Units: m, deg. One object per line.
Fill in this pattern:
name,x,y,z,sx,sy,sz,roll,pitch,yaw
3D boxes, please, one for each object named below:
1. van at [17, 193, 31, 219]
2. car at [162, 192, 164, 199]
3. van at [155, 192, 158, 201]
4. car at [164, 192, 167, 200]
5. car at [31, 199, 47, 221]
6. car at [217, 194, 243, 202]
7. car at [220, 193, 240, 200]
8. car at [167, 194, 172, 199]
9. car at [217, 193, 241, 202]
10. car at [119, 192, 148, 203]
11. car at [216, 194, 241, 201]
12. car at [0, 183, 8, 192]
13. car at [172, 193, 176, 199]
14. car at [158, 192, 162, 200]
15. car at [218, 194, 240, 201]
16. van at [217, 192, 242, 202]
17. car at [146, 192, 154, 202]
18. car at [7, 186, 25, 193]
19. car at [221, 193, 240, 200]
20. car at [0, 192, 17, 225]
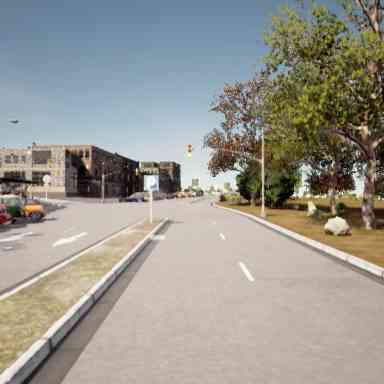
van,-13.607,1.252,22.454,4.442,1.987,1.878,-1,0,-19
car,-9.658,1.327,78.189,4.674,1.452,2.002,-1,0,-13
van,-10.257,1.060,72.223,4.442,1.987,1.878,-1,0,-14
car,-9.287,1.328,81.191,4.674,1.452,2.002,-1,0,-13
car,-13.633,1.359,25.432,4.553,1.767,2.185,-1,0,-19
car,8.186,1.237,71.801,5.366,1.575,1.946,1,0,-13
car,9.439,1.105,83.507,4.553,1.767,2.185,1,0,-12
car,-8.473,1.328,87.174,4.674,1.452,2.002,-1,0,-12
car,7.651,1.114,68.807,4.553,1.767,2.185,1,0,-14
car,-11.459,1.322,63.239,4.792,1.488,2.163,-1,0,-15
car,8.168,1.232,74.652,5.366,1.575,1.946,1,0,-13
car,-31.171,-0.470,54.163,2.435,2.045,5.566,6,-3,-19
car,-8.023,1.036,90.180,5.566,2.045,2.435,-1,0,-12
car,-10.030,1.289,75.194,4.892,1.521,2.231,-1,0,-14
car,8.700,1.275,77.640,4.674,1.452,2.002,1,0,-13
van,7.268,1.014,65.838,4.442,1.987,1.878,1,0,-14
car,-10.815,1.280,66.231,5.366,1.575,1.946,-1,0,-15
car,-28.177,0.093,54.103,2.002,1.452,4.674,6,-3,-19
car,10.337,1.102,89.377,4.553,1.767,2.185,1,0,-11
car,-13.723,1.222,19.418,5.566,2.045,2.435,-1,0,-20
